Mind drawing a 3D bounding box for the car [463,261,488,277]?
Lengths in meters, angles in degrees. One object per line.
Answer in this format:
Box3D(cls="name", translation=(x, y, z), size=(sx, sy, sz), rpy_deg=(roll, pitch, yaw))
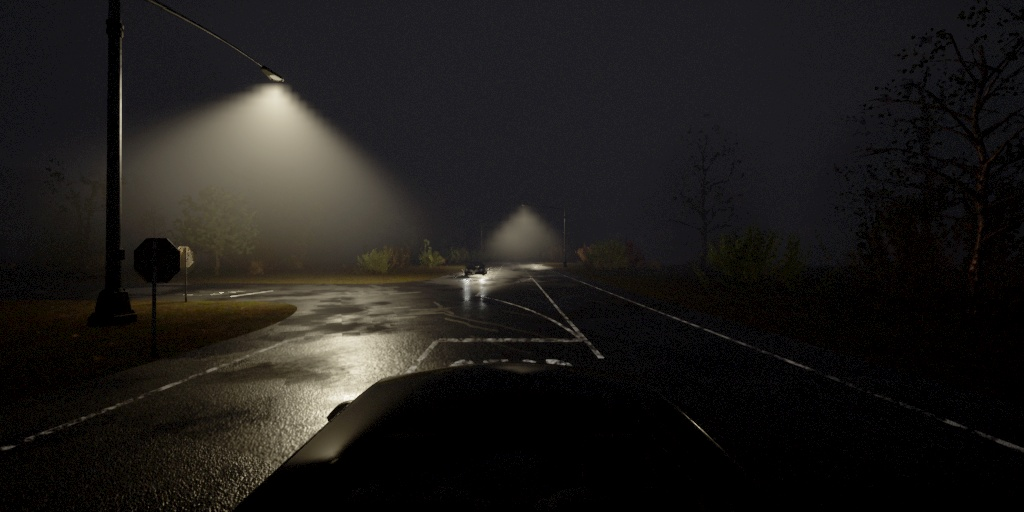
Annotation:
Box3D(cls="car", translation=(-3.468, 1.255, 34.838), size=(1.812, 1.442, 4.674), rpy_deg=(0, 0, 0))
